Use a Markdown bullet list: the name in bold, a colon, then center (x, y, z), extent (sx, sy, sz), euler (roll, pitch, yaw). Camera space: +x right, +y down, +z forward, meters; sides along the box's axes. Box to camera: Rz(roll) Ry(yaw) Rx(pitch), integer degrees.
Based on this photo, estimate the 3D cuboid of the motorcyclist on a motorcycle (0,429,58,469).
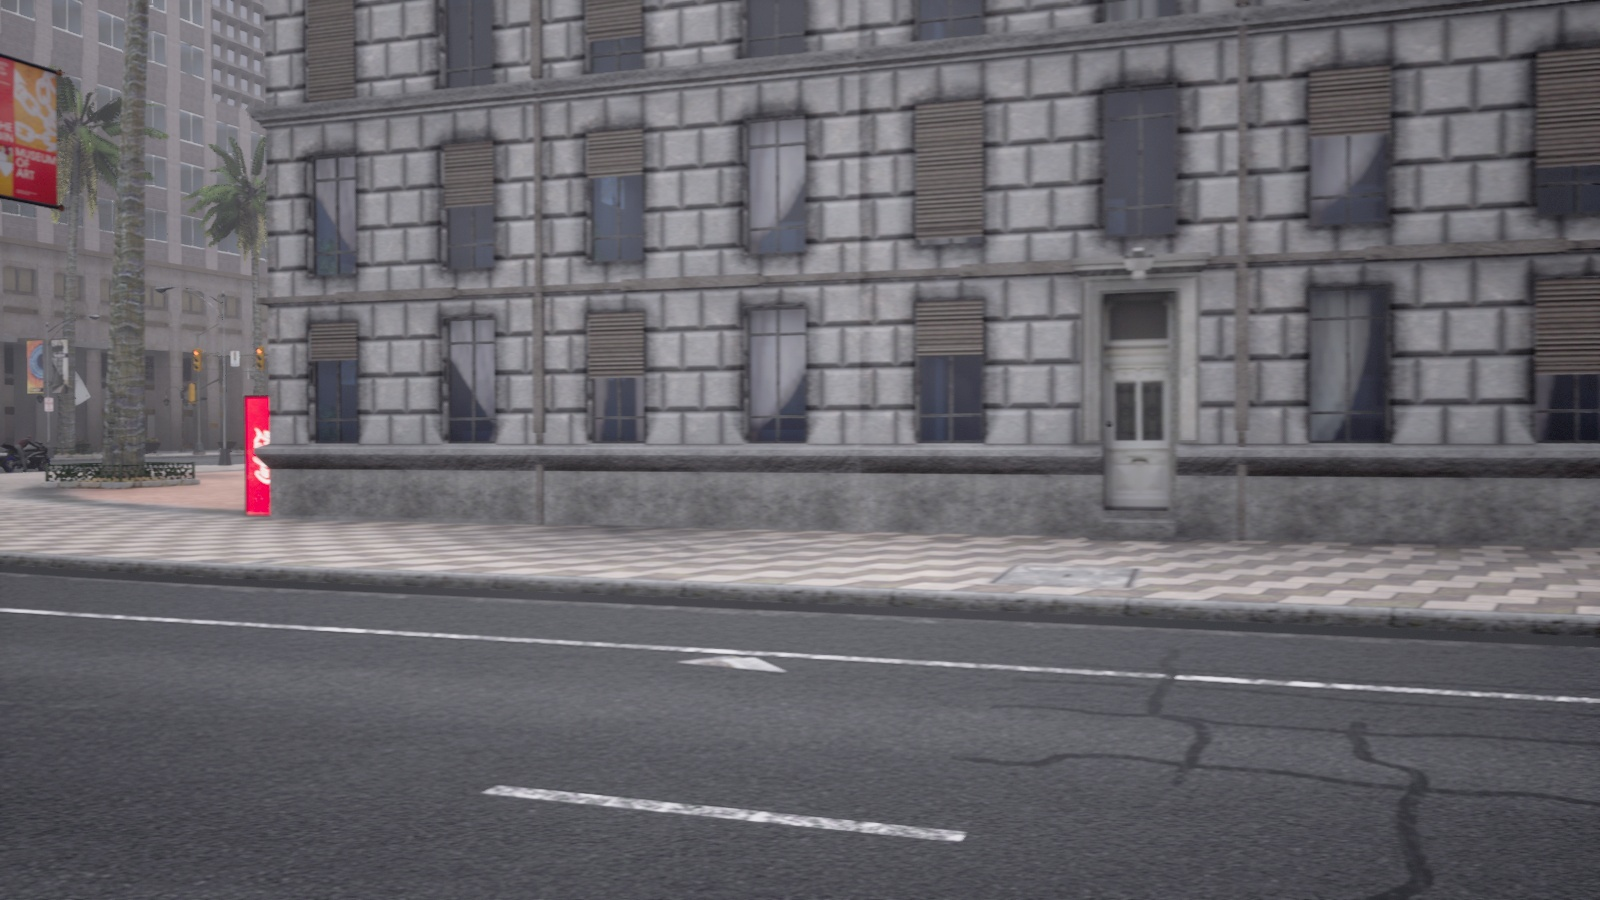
- **motorcyclist on a motorcycle**: center (-30.932, -0.058, 50.192), extent (0.866, 1.530, 2.191), euler (0, 1, 15)
